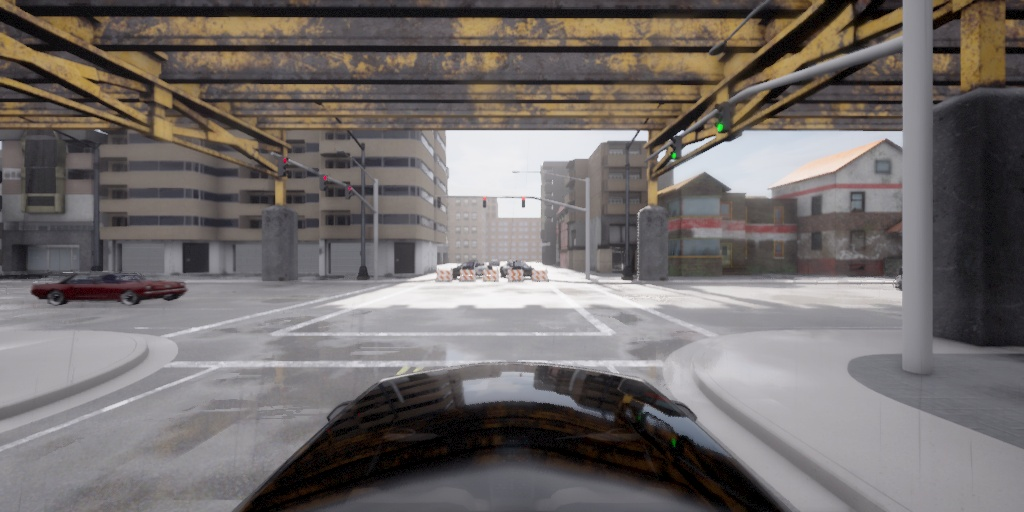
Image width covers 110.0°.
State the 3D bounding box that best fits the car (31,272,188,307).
[{"bbox_3d":[-16.559,1.335,14.955,4.718,1.301,1.895,0,0,0],"label":"car"}]

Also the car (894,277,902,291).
[{"bbox_3d":[22.863,1.303,18.811,4.181,1.385,1.994,0,0,0],"label":"car"}]
